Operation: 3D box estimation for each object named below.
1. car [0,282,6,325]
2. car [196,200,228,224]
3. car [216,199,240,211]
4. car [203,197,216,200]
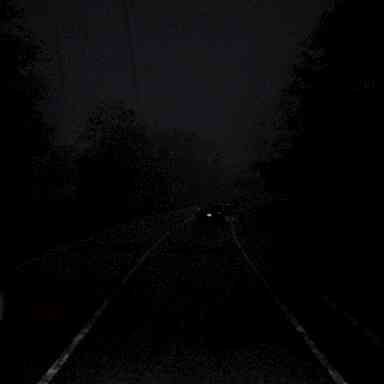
[{"bbox_3d":[-3.550,1.521,2.934,1.812,1.442,4.674,0,0,0],"label":"car"},{"bbox_3d":[1.433,1.552,24.778,1.994,1.385,4.181,1,0,7],"label":"car"},{"bbox_3d":[4.965,1.562,42.401,2.033,1.411,5.357,1,0,16],"label":"car"},{"bbox_3d":[2.521,1.484,47.158,2.033,1.411,5.357,1,0,17],"label":"car"}]
